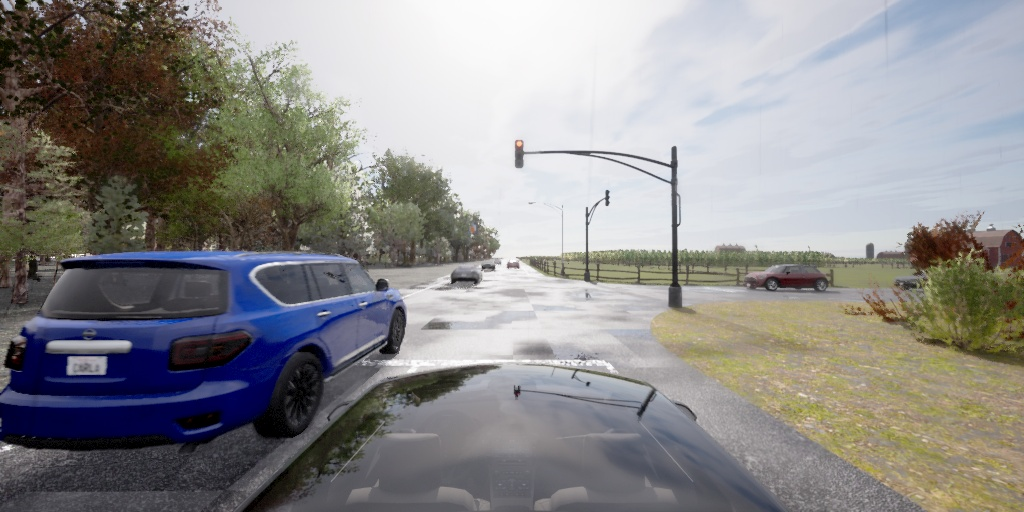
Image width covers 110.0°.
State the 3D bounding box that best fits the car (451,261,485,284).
[{"bbox_3d":[-3.358,1.316,27.023,1.994,1.385,4.181,0,0,0],"label":"car"}]

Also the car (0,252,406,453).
[{"bbox_3d":[-3.391,0.972,5.546,2.150,2.045,5.566,0,0,0],"label":"car"}]

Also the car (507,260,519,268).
[{"bbox_3d":[0.197,1.311,59.745,1.994,1.385,4.181,0,0,0],"label":"car"}]

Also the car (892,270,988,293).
[{"bbox_3d":[27.817,1.612,23.375,4.892,1.490,1.837,1,-1,1],"label":"car"}]

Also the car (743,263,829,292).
[{"bbox_3d":[17.772,1.349,23.474,4.553,1.767,2.097,1,-1,1],"label":"car"}]

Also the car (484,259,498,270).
[{"bbox_3d":[-3.321,1.350,50.699,1.895,1.301,4.718,0,0,0],"label":"car"}]
